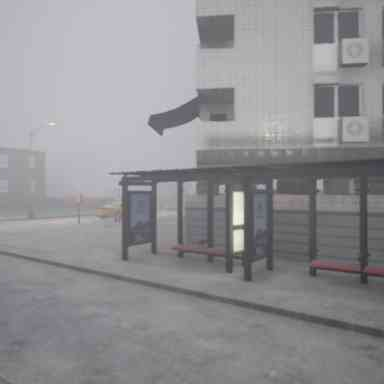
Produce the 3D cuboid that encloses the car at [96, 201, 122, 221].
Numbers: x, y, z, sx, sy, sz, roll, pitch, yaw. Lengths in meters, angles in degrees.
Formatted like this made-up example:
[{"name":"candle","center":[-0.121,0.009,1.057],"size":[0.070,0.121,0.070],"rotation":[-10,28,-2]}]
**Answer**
[{"name":"car","center":[-5.802,1.525,28.341],"size":[1.882,1.535,5.008],"rotation":[0,0,35]}]
